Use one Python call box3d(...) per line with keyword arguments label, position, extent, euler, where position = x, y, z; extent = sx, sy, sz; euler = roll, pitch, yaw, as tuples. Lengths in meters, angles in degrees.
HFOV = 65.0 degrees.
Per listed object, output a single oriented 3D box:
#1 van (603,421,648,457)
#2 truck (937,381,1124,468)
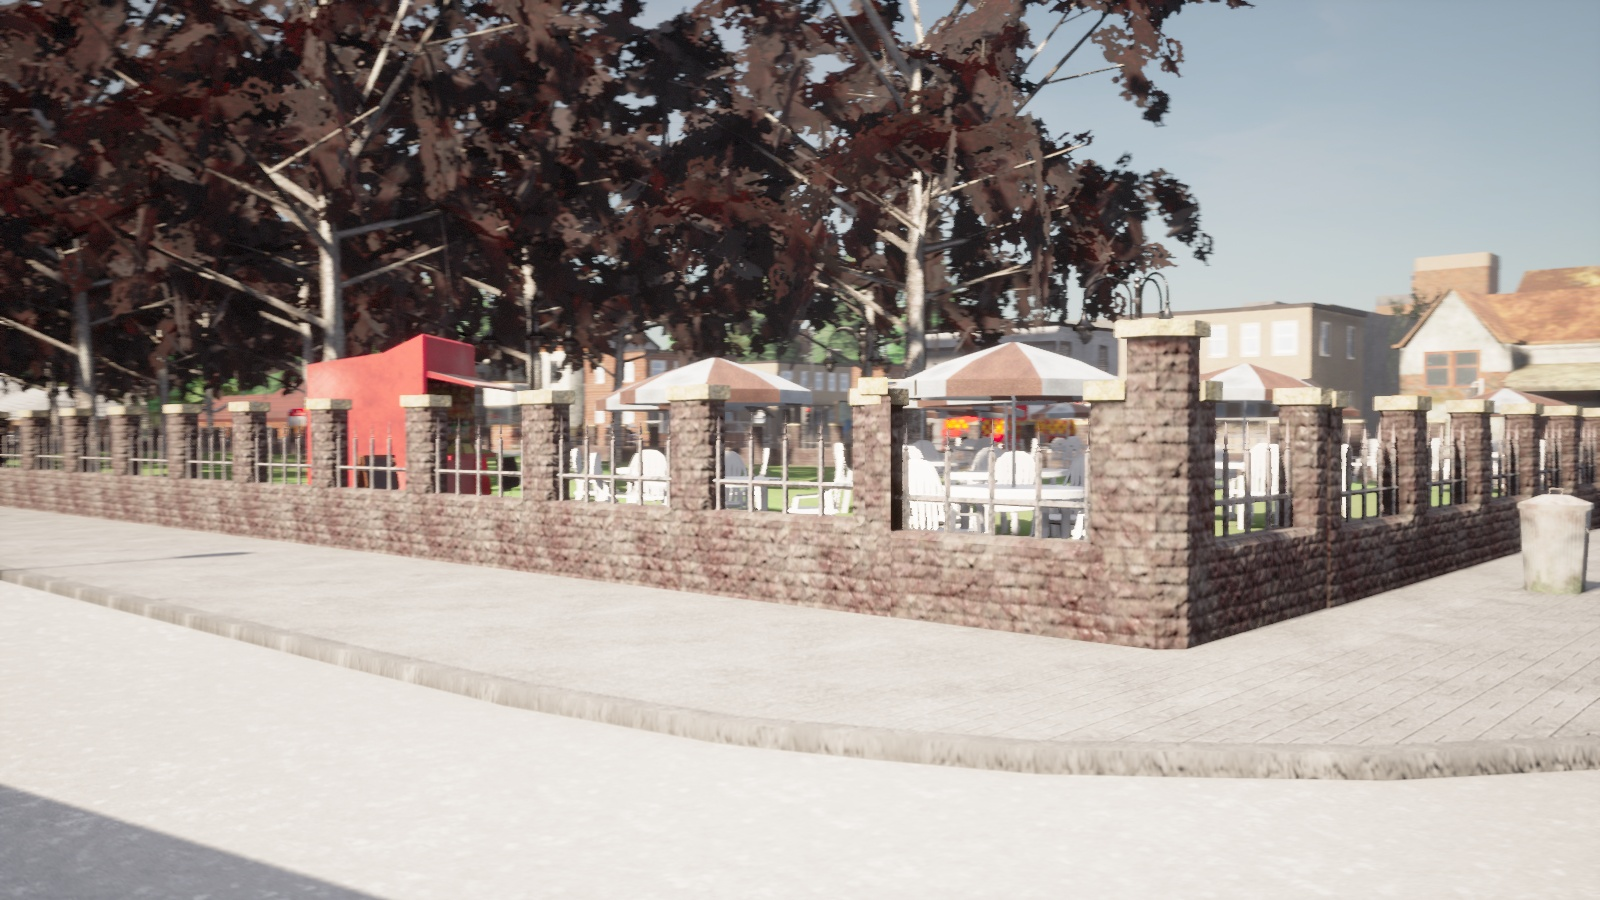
box3d(label="van", position=(-10.515, -0.673, 75.261), extent=(2.069, 2.038, 4.480), euler=(-1, 1, -15))
box3d(label="truck", position=(10.838, -1.203, 59.751), extent=(8.468, 3.827, 2.891), euler=(1, 1, 42))
